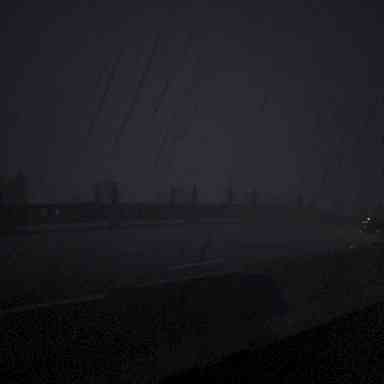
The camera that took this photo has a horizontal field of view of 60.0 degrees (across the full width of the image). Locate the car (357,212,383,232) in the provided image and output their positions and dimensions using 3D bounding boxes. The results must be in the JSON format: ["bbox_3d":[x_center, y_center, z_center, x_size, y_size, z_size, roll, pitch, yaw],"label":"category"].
[{"bbox_3d":[16.221,2.611,28.090,4.892,1.490,1.837,7,-4,-35],"label":"car"}]

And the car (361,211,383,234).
[{"bbox_3d":[13.321,1.961,21.842,4.553,1.767,2.097,5,-3,-35],"label":"car"}]
